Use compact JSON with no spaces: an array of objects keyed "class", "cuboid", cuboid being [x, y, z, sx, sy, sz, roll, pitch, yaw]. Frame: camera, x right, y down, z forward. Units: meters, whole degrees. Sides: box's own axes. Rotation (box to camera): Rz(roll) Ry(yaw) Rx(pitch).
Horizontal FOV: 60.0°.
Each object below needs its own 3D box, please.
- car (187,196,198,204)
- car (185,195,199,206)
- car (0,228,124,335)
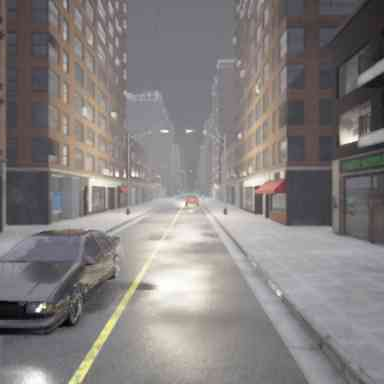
[{"class":"car","cuboid":[0.005,1.482,62.304,1.994,1.385,4.181,0,0,0]},{"class":"car","cuboid":[0.003,1.282,52.237,2.097,1.767,4.553,0,0,0]},{"class":"car","cuboid":[-2.816,1.538,7.235,2.033,1.411,5.357,0,0,0]}]
